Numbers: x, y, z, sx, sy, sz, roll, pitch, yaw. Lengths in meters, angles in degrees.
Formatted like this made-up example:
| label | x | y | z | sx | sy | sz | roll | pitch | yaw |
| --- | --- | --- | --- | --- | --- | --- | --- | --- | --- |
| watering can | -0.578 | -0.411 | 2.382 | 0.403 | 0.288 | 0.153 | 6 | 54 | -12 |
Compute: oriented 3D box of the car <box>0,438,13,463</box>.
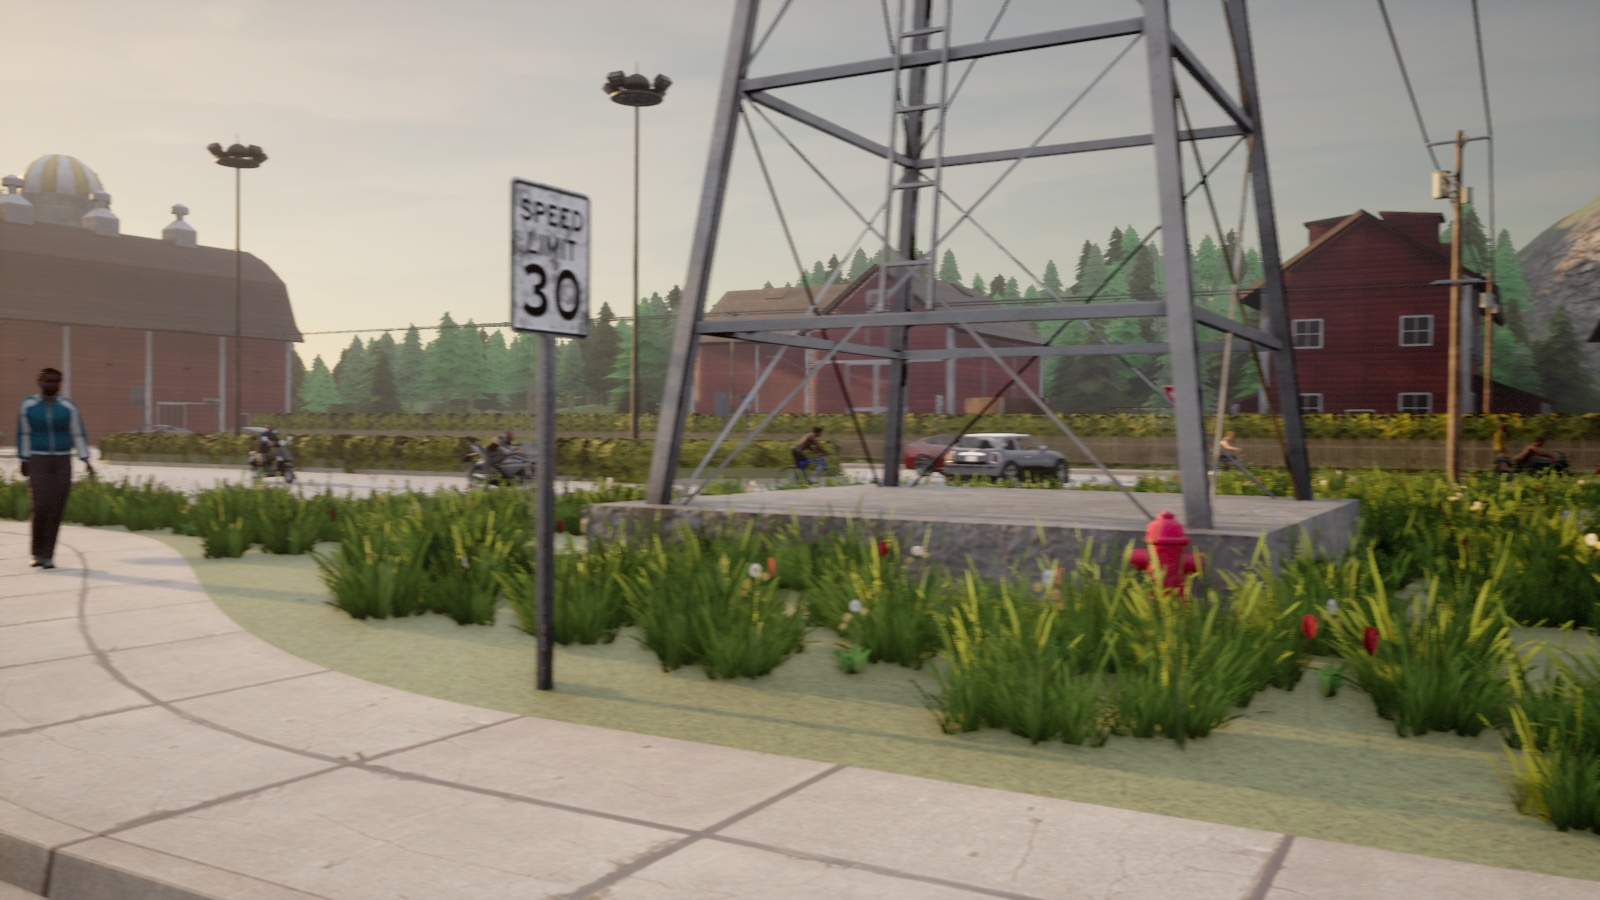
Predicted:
| label | x | y | z | sx | sy | sz | roll | pitch | yaw |
| --- | --- | --- | --- | --- | --- | --- | --- | --- | --- |
| car | -50.604 | 0.063 | 75.993 | 4.892 | 1.490 | 1.837 | -1 | 1 | -26 |

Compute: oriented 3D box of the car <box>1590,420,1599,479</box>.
| label | x | y | z | sx | sy | sz | roll | pitch | yaw |
| --- | --- | --- | --- | --- | --- | --- | --- | --- | --- |
| car | 24.671 | -0.071 | 34.251 | 2.033 | 1.649 | 4.856 | -2 | 1 | -41 |

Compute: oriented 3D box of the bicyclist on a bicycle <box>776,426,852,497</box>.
| label | x | y | z | sx | sy | sz | roll | pitch | yaw |
| --- | --- | --- | --- | --- | --- | --- | --- | --- | --- |
| bicyclist on a bicycle | 0.324 | 0.260 | 29.161 | 1.656 | 1.620 | 0.582 | 0 | 1 | -17 |

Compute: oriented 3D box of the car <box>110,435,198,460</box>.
| label | x | y | z | sx | sy | sz | roll | pitch | yaw |
| --- | --- | --- | --- | --- | --- | --- | --- | --- | --- |
| car | -41.554 | -0.180 | 80.808 | 4.902 | 1.511 | 2.128 | -1 | 1 | -32 |

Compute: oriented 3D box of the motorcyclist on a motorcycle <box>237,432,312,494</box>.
| label | x | y | z | sx | sy | sz | roll | pitch | yaw |
| --- | --- | --- | --- | --- | --- | --- | --- | --- | --- |
| motorcyclist on a motorcycle | -13.841 | 0.340 | 33.062 | 1.817 | 1.590 | 0.866 | 0 | 1 | 30 |

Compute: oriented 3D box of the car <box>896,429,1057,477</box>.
| label | x | y | z | sx | sy | sz | roll | pitch | yaw |
| --- | --- | --- | --- | --- | --- | --- | --- | --- | --- |
| car | 5.837 | 0.076 | 41.578 | 4.792 | 1.488 | 2.163 | 0 | 1 | 30 |

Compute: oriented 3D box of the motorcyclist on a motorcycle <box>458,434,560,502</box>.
| label | x | y | z | sx | sy | sz | roll | pitch | yaw |
| --- | --- | --- | --- | --- | --- | --- | --- | --- | --- |
| motorcyclist on a motorcycle | -6.792 | 0.408 | 29.298 | 2.191 | 1.530 | 0.866 | 0 | 1 | 22 |

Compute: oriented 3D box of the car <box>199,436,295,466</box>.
| label | x | y | z | sx | sy | sz | roll | pitch | yaw |
| --- | --- | --- | --- | --- | --- | --- | --- | --- | --- |
| car | -29.090 | 0.056 | 66.020 | 4.792 | 1.488 | 2.163 | 0 | 1 | 30 |

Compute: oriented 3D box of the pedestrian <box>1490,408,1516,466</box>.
| label | x | y | z | sx | sy | sz | roll | pitch | yaw |
| --- | --- | --- | --- | --- | --- | --- | --- | --- | --- |
| pedestrian | 22.587 | -0.411 | 40.344 | 0.726 | 1.835 | 0.370 | 0 | 1 | 32 |

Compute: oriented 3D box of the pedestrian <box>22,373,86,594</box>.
| label | x | y | z | sx | sy | sz | roll | pitch | yaw |
| --- | --- | --- | --- | --- | --- | --- | --- | --- | --- |
| pedestrian | -6.748 | 0.287 | 11.355 | 0.396 | 1.930 | 0.692 | -1 | 1 | -37 |

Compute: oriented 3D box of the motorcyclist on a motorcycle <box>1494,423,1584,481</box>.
| label | x | y | z | sx | sy | sz | roll | pitch | yaw |
| --- | --- | --- | --- | --- | --- | --- | --- | --- | --- |
| motorcyclist on a motorcycle | 19.715 | 0.042 | 33.514 | 2.044 | 1.523 | 0.797 | 0 | 1 | 31 |

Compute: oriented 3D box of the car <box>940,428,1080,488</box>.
| label | x | y | z | sx | sy | sz | roll | pitch | yaw |
| --- | --- | --- | --- | --- | --- | --- | --- | --- | --- |
| car | 5.605 | 0.164 | 33.245 | 1.970 | 1.475 | 3.806 | 0 | 1 | 41 |
